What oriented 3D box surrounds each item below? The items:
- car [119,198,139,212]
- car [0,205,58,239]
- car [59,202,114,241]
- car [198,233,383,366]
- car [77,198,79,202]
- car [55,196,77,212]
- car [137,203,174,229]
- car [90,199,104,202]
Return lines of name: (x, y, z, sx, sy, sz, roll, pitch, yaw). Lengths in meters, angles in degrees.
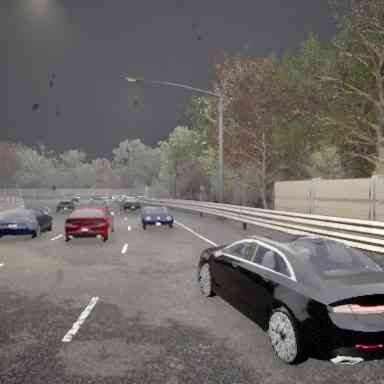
car: (-7.244, 1.474, 38.352, 1.882, 1.535, 5.008, 0, 0, -20)
car: (-8.736, 1.562, 17.588, 1.994, 1.385, 4.181, 0, 0, -10)
car: (-5.032, 1.476, 16.763, 1.882, 1.535, 5.008, 0, 0, -9)
car: (1.602, 1.493, 5.957, 2.128, 1.511, 4.902, 0, 0, -18)
car: (-26.084, 1.589, 71.311, 1.895, 1.301, 4.718, 0, 0, -40)
car: (-14.608, 1.501, 38.340, 1.837, 1.490, 4.892, 0, 0, -21)
car: (-2.421, 1.599, 21.898, 1.895, 1.301, 4.718, 0, 0, -11)
car: (-11.325, 1.544, 39.691, 2.033, 1.411, 5.357, 0, 0, -21)
